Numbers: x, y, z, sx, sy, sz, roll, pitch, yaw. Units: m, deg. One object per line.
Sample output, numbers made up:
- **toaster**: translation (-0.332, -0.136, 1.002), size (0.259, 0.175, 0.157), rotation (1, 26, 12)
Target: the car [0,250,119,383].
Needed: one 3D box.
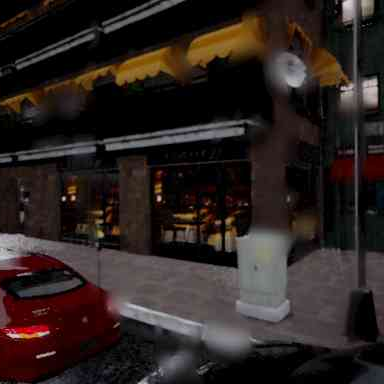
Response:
- **car**: translation (-2.858, 1.525, 4.869), size (4.206, 1.307, 1.802), rotation (1, 0, 35)

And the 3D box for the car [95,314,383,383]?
- **car**: translation (1.718, 1.549, 1.692), size (4.313, 1.339, 1.947), rotation (1, 0, 35)
